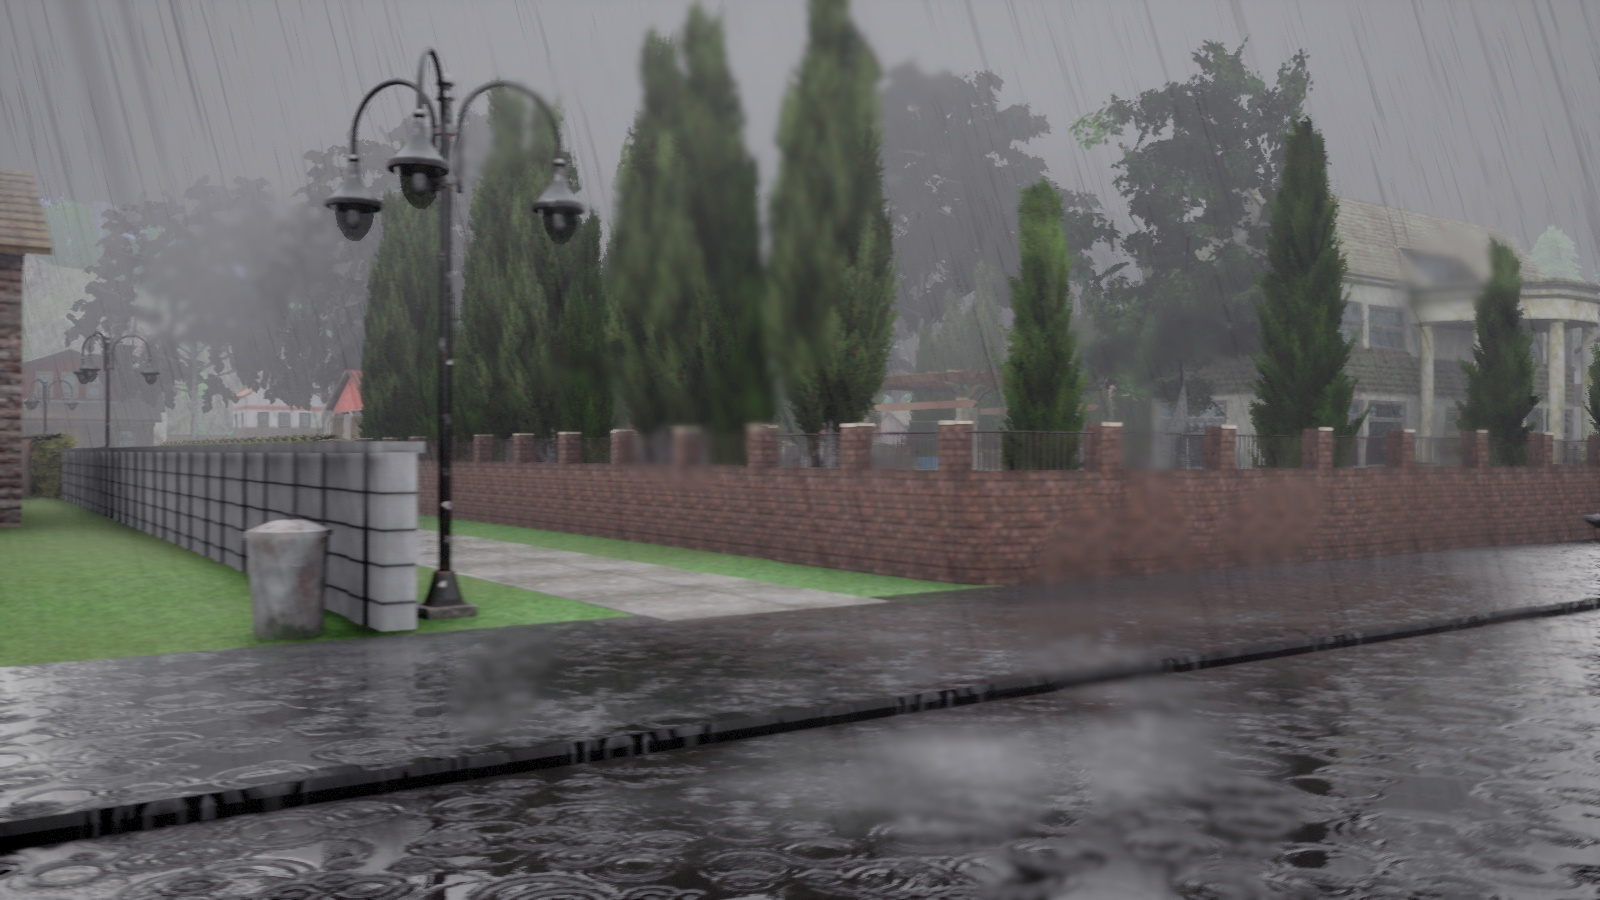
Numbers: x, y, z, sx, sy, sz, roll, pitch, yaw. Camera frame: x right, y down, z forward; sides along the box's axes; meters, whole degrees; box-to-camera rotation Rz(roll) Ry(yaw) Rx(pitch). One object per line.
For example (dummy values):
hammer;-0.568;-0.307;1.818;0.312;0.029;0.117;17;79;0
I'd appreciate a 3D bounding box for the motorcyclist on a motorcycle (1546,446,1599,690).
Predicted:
motorcyclist on a motorcycle;5.884;0.735;8.366;2.044;1.523;0.797;0;0;-35
